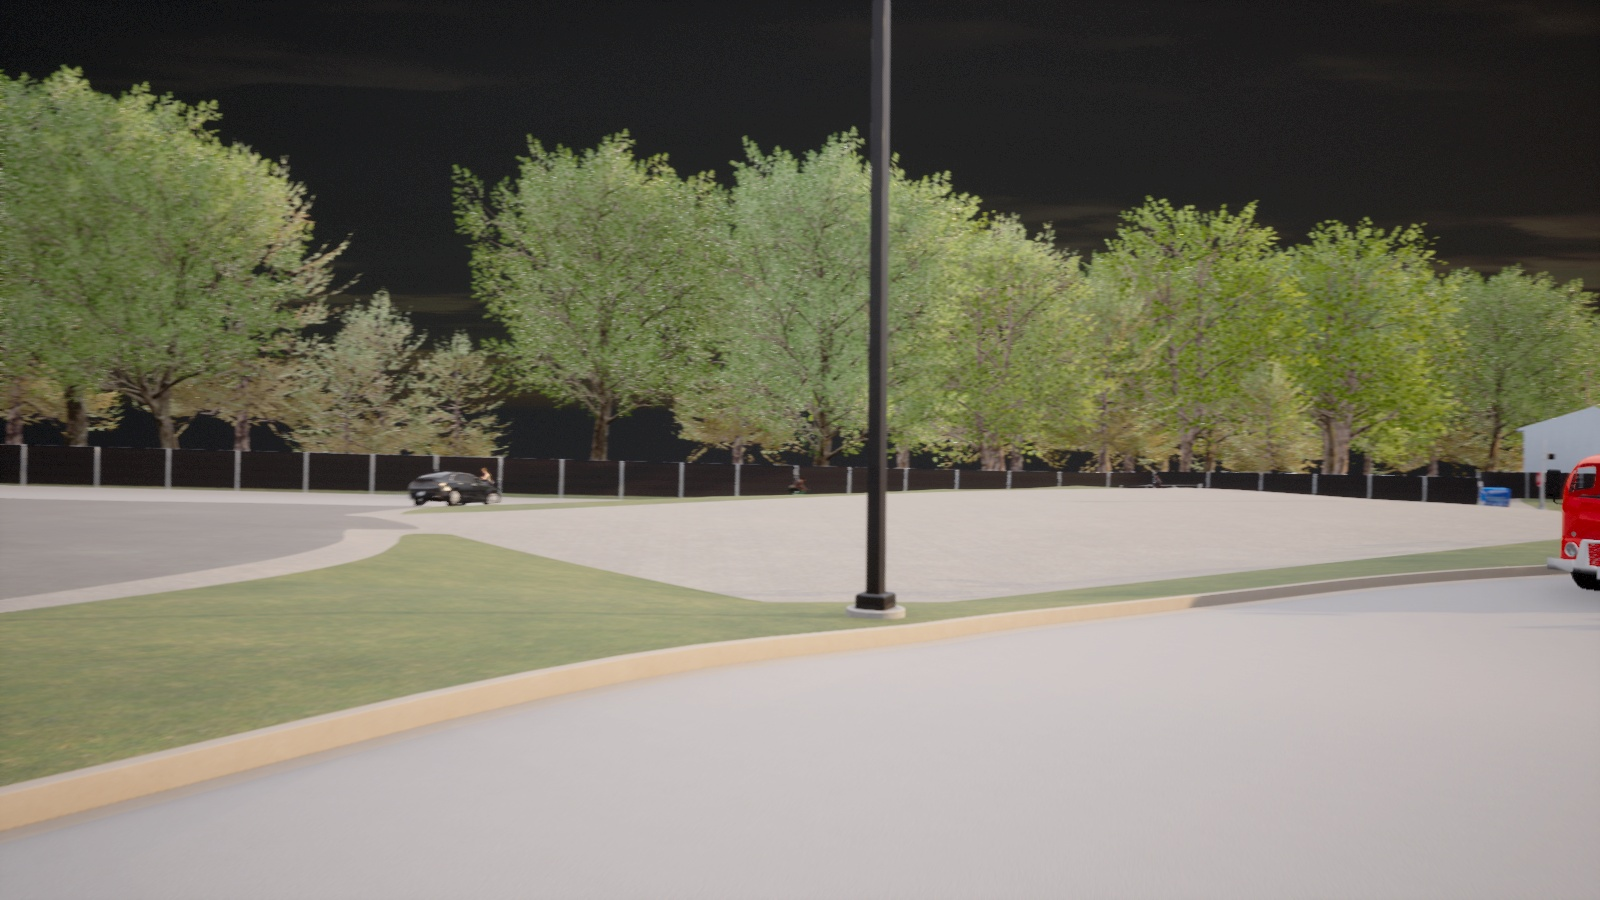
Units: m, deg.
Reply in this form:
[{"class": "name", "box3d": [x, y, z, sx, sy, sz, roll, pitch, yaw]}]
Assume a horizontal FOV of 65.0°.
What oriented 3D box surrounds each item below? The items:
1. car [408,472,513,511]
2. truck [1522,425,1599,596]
[{"class": "car", "box3d": [-14.569, 1.832, 54.230, 1.837, 1.490, 4.892, -2, -4, 20]}, {"class": "truck", "box3d": [14.101, 0.868, 19.258, 5.204, 2.467, 2.627, -1, 2, -24]}]
